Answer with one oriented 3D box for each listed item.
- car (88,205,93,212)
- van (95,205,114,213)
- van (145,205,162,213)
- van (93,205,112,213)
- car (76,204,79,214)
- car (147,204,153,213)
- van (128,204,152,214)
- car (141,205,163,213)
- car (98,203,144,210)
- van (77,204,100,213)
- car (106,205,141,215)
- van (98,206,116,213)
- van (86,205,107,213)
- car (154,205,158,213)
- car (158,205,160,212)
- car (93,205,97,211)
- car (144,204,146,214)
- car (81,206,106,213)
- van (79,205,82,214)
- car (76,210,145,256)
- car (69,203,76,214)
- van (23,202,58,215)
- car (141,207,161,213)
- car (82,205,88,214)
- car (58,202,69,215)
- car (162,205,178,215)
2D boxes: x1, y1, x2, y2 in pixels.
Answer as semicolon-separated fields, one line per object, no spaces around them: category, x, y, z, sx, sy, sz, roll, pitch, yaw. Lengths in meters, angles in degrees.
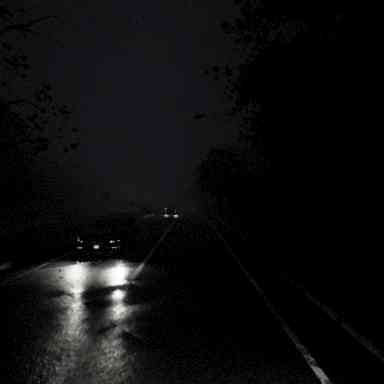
car;-23.491;3.635;67.576;5.008;1.535;2.097;0;-3;0
van;-23.631;4.652;89.823;4.442;1.987;1.878;0;-4;0
van;-10.318;4.633;89.691;4.442;1.987;1.878;0;-4;0
van;-23.396;4.451;86.927;4.442;1.987;1.878;0;-3;0
car;-23.483;3.203;59.401;4.892;1.521;2.231;0;-3;0
car;-10.382;2.931;59.216;5.566;2.045;2.435;0;-3;0
van;-10.533;3.398;67.531;4.442;1.987;1.878;0;-3;0
car;-10.461;4.416;86.923;5.566;2.045;2.435;0;-4;0
car;-10.215;2.641;48.127;5.366;1.575;1.946;0;-3;0
van;-23.620;3.857;76.012;4.442;1.987;1.878;0;-3;0
car;-10.408;2.768;50.893;4.892;1.521;2.231;0;-3;0
van;-23.633;4.834;92.462;4.442;1.987;1.878;0;-4;0
van;-23.391;4.150;81.544;4.442;1.987;1.878;0;-3;0
car;-10.424;3.770;70.292;5.008;1.535;2.097;0;-3;0
car;-10.393;4.094;75.834;4.792;1.488;2.163;0;-3;0
car;-23.494;3.789;70.468;5.008;1.535;2.097;0;-3;0
car;-10.412;2.898;53.662;5.008;1.535;2.097;0;-3;0
car;-23.321;4.226;78.768;5.366;1.575;1.946;0;-3;0
van;-23.609;3.123;62.180;4.442;1.987;1.878;0;-3;0
car;-3.369;1.718;14.127;1.837;1.490;4.892;0;-1;0
car;-23.302;3.054;56.638;5.366;1.575;1.946;0;-3;0
van;-23.601;2.554;50.995;4.442;1.987;1.878;0;-3;0
car;-10.459;4.536;84.158;4.792;1.488;2.163;0;-3;0
car;-23.463;3.370;64.941;4.553;1.767;2.185;0;-3;0
car;-23.513;2.665;53.885;5.566;2.045;2.435;0;-3;0
car;-3.391;2.855;55.217;2.097;1.767;4.553;0;-3;0
